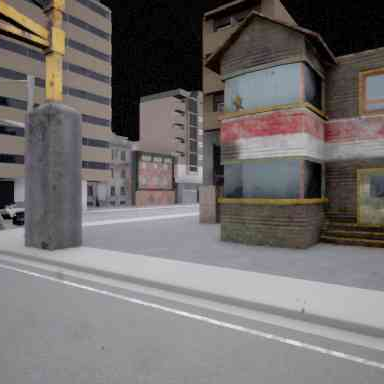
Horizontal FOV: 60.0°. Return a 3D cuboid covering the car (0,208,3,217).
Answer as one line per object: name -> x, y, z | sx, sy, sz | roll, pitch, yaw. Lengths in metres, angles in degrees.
car -> -13.242, 1.295, 25.697 | 4.536, 1.218, 1.853 | 0, 0, -30

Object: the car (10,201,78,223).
car -> -10.071, 1.295, 23.047 | 1.853, 1.218, 4.536 | 0, 0, 15

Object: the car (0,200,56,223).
car -> -13.287, 1.453, 25.671 | 4.974, 1.542, 2.038 | 0, 0, -30

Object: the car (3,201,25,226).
car -> -10.085, 1.453, 22.997 | 2.038, 1.542, 4.974 | 0, 0, 15
